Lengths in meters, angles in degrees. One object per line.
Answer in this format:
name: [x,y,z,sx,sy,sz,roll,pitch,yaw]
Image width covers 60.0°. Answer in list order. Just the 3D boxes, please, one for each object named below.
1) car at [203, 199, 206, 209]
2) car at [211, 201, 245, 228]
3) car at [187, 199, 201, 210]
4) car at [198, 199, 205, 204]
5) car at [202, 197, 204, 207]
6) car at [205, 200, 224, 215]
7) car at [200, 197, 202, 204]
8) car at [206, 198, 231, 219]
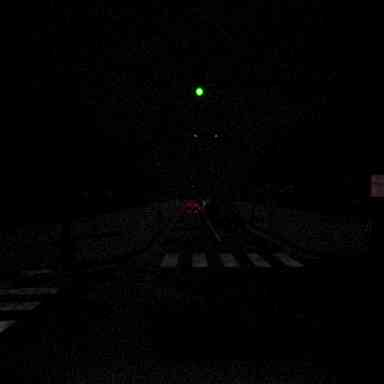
car: [2.651,1.671,34.980,2.192,1.841,5.009,0,-1,0]
car: [2.646,1.679,24.174,1.967,1.590,4.097,0,-1,0]
car: [0.142,2.179,54.631,1.895,1.301,4.718,0,-1,0]
car: [2.688,2.660,94.398,1.947,1.339,4.313,-1,-1,0]
car: [3.061,2.051,55.562,1.801,1.575,5.366,0,-1,0]
car: [2.655,1.856,40.380,1.967,1.590,4.097,0,-1,0]
car: [3.028,2.032,62.343,2.097,1.767,4.553,0,-1,0]
car: [2.648,1.612,29.577,2.192,1.841,5.009,0,-1,0]
